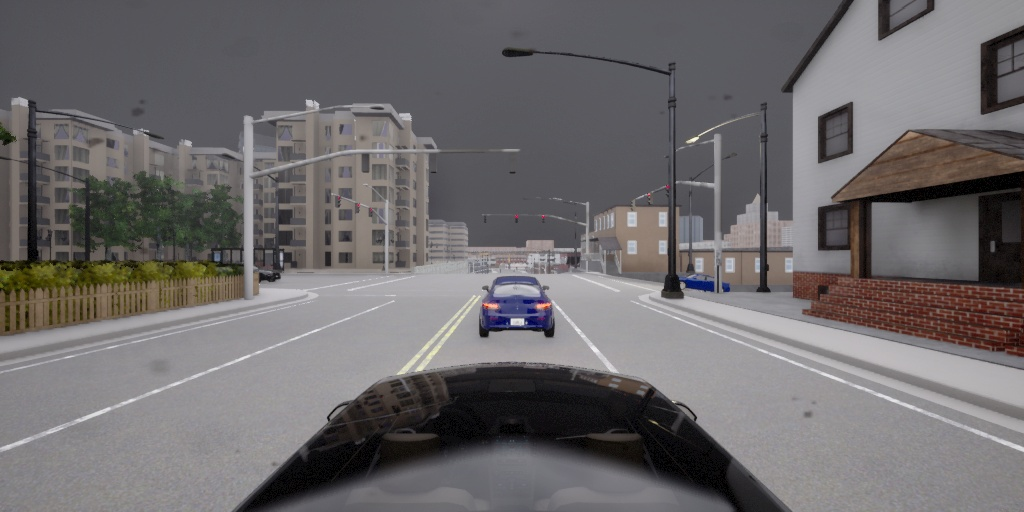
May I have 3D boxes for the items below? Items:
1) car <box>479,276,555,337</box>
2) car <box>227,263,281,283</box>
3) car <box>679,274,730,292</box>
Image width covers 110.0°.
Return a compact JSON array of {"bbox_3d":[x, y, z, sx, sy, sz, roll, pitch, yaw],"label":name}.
[{"bbox_3d":[0.112,1.276,10.145,1.812,1.442,4.674,0,0,0],"label":"car"},{"bbox_3d":[-19.880,1.255,26.647,4.892,1.490,1.837,0,0,1],"label":"car"},{"bbox_3d":[15.384,2.209,29.825,5.008,1.535,1.882,9,0,1],"label":"car"}]
